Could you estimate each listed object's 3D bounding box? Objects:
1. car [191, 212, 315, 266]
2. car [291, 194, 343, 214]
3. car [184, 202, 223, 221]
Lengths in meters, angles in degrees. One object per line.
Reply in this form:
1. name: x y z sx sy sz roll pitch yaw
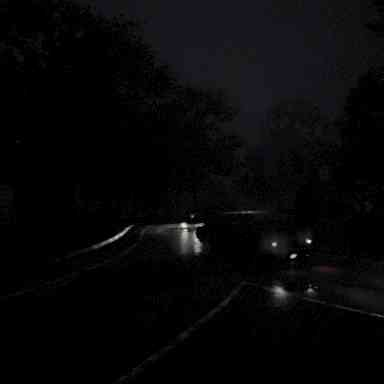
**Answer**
1. car: 2.046 1.634 12.058 1.895 1.301 4.718 1 0 -29
2. car: 13.900 1.345 37.025 5.566 2.045 2.150 -2 0 -8
3. car: 1.045 1.548 26.851 2.128 1.511 4.902 0 0 25
